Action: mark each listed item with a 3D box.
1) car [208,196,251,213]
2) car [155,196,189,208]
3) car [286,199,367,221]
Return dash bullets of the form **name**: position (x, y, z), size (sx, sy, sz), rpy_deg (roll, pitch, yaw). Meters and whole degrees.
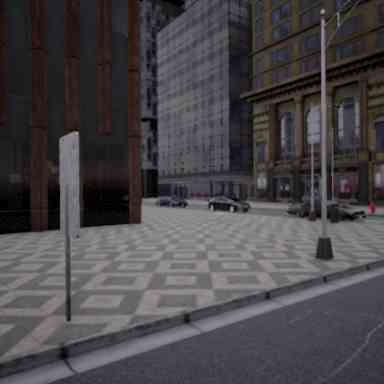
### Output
- **car**: position (3.475, 1.156, 31.710), size (1.837, 1.490, 4.892), rpy_deg (-1, 1, -35)
- **car**: position (-2.548, 1.172, 40.207), size (2.033, 1.411, 5.357), rpy_deg (-1, 1, -34)
- **car**: position (9.291, 1.227, 23.504), size (2.033, 1.411, 5.357), rpy_deg (-1, 1, -35)
